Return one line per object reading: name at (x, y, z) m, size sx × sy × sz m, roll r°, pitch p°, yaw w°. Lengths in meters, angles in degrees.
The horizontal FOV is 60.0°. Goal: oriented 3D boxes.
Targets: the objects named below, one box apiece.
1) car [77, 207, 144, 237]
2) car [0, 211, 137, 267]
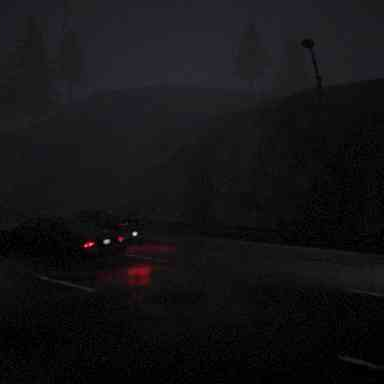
car at (-4.450, 1.475, 15.156) m, size 4.892 × 1.490 × 1.837 m, roll 0°, pitch 0°, yaw 31°
car at (-4.668, 1.517, 11.249) m, size 5.357 × 1.411 × 2.033 m, roll 0°, pitch 0°, yaw 32°
